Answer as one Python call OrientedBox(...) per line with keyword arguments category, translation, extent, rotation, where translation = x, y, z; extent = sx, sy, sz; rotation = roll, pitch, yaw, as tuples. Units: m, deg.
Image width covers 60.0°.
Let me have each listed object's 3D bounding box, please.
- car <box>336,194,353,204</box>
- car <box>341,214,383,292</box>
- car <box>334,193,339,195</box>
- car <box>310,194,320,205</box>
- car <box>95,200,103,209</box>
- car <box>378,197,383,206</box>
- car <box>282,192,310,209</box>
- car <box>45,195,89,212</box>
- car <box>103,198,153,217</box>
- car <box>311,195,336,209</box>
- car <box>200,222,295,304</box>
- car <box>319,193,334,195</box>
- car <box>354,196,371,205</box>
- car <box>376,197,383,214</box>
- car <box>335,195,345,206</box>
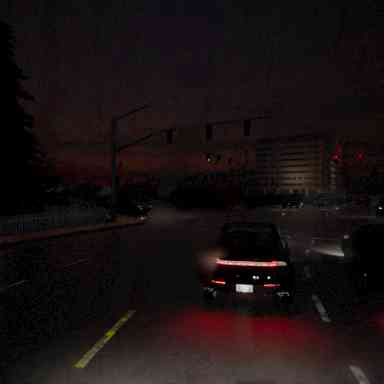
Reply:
OrientedBox(category="car", translation=(28.697, 1.601, 63.026), extent=(1.895, 1.301, 4.718), rotation=(0, 0, 32))
OrientedBox(category="car", translation=(5.200, 1.547, 8.624), extent=(2.033, 1.411, 5.357), rotation=(0, 0, 16))
OrientedBox(category="car", translation=(31.801, 1.222, 74.731), extent=(2.150, 2.045, 5.566), rotation=(0, 0, 32))
OrientedBox(category="car", translation=(19.508, 1.526, 54.940), extent=(1.812, 1.442, 4.674), rotation=(0, 0, 32))
OrientedBox(category="car", translation=(-9.008, 1.547, 38.135), extent=(4.902, 1.511, 2.128), rotation=(0, 0, 32))
OrientedBox(category="car", translation=(32.428, 1.547, 55.550), extent=(2.033, 1.411, 5.357), rotation=(0, 0, 32))
OrientedBox(category="car", translation=(14.393, 1.221, 46.672), extent=(2.150, 2.045, 5.566), rotation=(0, 0, 32))
OrientedBox(category="car", translation=(-14.042, 1.277, 37.155), extent=(5.566, 2.045, 2.150), rotation=(0, 0, 32))
OrientedBox(category="car", translation=(-5.921, 1.407, 32.067), extent=(4.553, 1.767, 2.097), rotation=(0, 0, 32))
OrientedBox(category="car", translation=(18.457, 1.526, 46.579), extent=(1.812, 1.442, 4.674), rotation=(0, 0, 32))
OrientedBox(category="car", translation=(1.448, 1.492, 8.258), extent=(2.128, 1.511, 4.902), rotation=(0, 0, 12))
OrientedBox(category="car", translation=(25.502, 1.221, 64.515), extent=(2.150, 2.045, 5.566), rotation=(0, 0, 32))
OrientedBox(category="car", translation=(31.119, 1.491, 60.096), extent=(2.128, 1.511, 4.902), rotation=(0, 0, 32))
OrientedBox(category="car", translation=(18.745, 1.400, 29.238), extent=(4.553, 1.767, 2.097), rotation=(0, 0, 32))
OrientedBox(category="car", translation=(23.242, 1.601, 54.325), extent=(1.895, 1.301, 4.718), rotation=(0, 0, 32))
